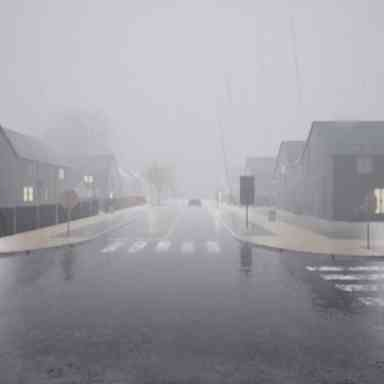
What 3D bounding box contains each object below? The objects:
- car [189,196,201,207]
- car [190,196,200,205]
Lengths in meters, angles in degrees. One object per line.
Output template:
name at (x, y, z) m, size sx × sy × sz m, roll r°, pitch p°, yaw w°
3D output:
car at (0.435, 1.509, 51.240) m, size 2.128 × 1.511 × 4.902 m, roll 0°, pitch 0°, yaw 0°
car at (0.525, 1.536, 61.659) m, size 1.882 × 1.535 × 5.008 m, roll 0°, pitch 0°, yaw 0°
